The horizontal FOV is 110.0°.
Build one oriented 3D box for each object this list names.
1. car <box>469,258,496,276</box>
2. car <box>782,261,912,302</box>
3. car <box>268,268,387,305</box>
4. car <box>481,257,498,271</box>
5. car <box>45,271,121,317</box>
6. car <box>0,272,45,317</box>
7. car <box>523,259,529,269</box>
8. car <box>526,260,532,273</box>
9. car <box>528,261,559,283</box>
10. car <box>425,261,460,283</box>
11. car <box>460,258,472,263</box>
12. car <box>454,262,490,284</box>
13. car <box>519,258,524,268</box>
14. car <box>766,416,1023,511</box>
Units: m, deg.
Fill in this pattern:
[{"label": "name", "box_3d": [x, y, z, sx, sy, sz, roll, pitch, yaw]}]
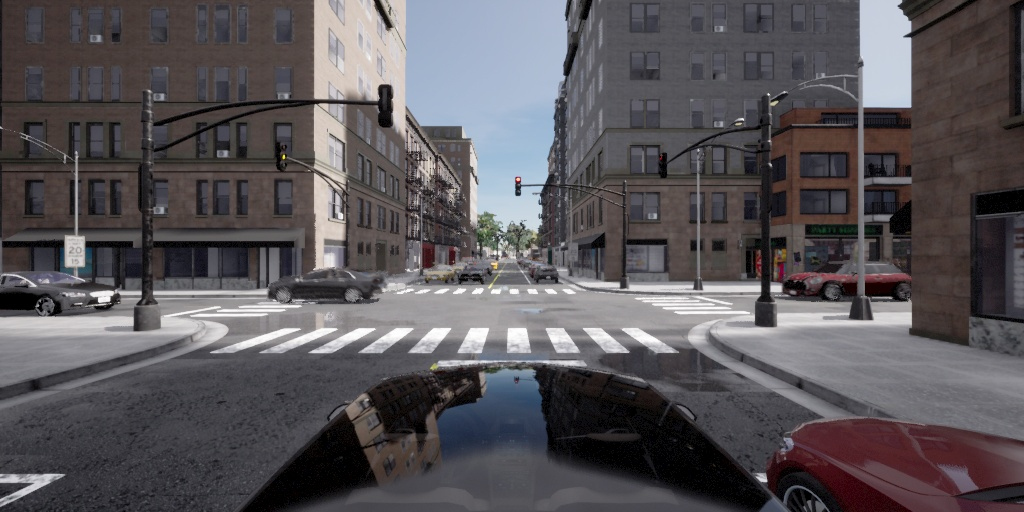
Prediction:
[{"label": "car", "box_3d": [-2.921, 1.257, 36.808, 1.837, 1.490, 4.892, 0, 0, 0]}, {"label": "car", "box_3d": [14.769, 1.029, 15.979, 4.553, 1.767, 2.097, 0, 0, 0]}, {"label": "car", "box_3d": [-8.092, 1.287, 15.899, 4.892, 1.490, 1.837, 0, 0, 0]}, {"label": "car", "box_3d": [-2.930, 1.232, 49.239, 1.882, 1.535, 5.008, 0, 0, 0]}, {"label": "car", "box_3d": [-17.092, 1.310, 12.928, 4.902, 1.511, 2.128, 0, 0, 1]}, {"label": "car", "box_3d": [-5.399, 1.065, 0.780, 2.192, 1.841, 5.009, 0, 0, 0]}, {"label": "car", "box_3d": [2.562, 1.303, 38.768, 2.007, 1.370, 4.403, 0, 0, 0]}, {"label": "car", "box_3d": [2.573, 1.297, 33.286, 1.888, 1.381, 4.507, 0, 0, 0]}, {"label": "car", "box_3d": [2.584, 1.302, 27.804, 2.007, 1.370, 4.403, 0, 0, 0]}, {"label": "car", "box_3d": [-5.468, 1.277, 27.618, 1.751, 1.417, 4.829, 0, 0, 0]}, {"label": "car", "box_3d": [-5.487, 1.278, 38.581, 1.751, 1.417, 4.829, 0, 0, 0]}, {"label": "car", "box_3d": [-2.884, 1.352, 26.689, 1.895, 1.301, 4.718, 0, 0, -1]}, {"label": "car", "box_3d": [2.528, 1.306, 55.213, 2.007, 1.370, 4.403, 0, 0, 0]}, {"label": "car", "box_3d": [2.640, 1.332, 0.796, 1.802, 1.307, 4.207, 0, 0, 0]}]
